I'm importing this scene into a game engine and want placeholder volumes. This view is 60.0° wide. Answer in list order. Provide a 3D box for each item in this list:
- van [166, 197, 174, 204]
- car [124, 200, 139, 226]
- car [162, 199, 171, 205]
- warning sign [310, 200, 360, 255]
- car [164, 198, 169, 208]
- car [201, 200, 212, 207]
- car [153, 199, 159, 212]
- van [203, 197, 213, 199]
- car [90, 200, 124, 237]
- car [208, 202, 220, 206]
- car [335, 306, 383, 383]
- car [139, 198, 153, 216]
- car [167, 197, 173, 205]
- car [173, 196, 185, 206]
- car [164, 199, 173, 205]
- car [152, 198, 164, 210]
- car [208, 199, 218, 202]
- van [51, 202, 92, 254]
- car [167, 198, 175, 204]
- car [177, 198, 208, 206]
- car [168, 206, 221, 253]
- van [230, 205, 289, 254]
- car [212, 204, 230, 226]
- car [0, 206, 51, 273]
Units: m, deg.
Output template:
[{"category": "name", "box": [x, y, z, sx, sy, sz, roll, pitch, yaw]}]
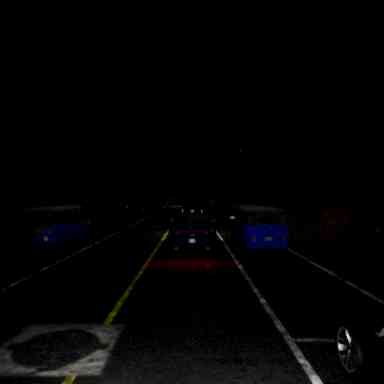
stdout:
[{"category": "van", "box": [-5.703, 2.228, 86.791, 1.690, 1.788, 3.998, 0, -1, 0]}, {"category": "car", "box": [-5.743, 1.560, 25.090, 2.192, 1.841, 5.009, 0, -1, 0]}, {"category": "car", "box": [-5.711, 2.347, 75.570, 1.802, 1.307, 4.206, 0, -1, 0]}, {"category": "warning sign", "box": [5.074, 1.231, 11.874, 1.300, 1.860, 1.060, 0, -1, 0]}, {"category": "car", "box": [-5.722, 2.153, 58.743, 1.947, 1.339, 4.313, 0, -1, 0]}, {"category": "car", "box": [2.807, 2.212, 64.360, 1.947, 1.339, 4.313, 0, -1, 0]}, {"category": "car", "box": [-5.733, 1.965, 41.916, 2.008, 1.369, 4.403, 0, -1, 0]}, {"category": "van", "box": [2.796, 1.813, 47.536, 1.690, 1.788, 3.998, 0, -1, 0]}, {"category": "car", "box": [-5.747, 1.504, 19.481, 2.192, 1.841, 5.009, 0, -1, 0]}, {"category": "car", "box": [2.785, 1.867, 30.707, 1.947, 1.339, 4.313, 0, -1, 0]}, {"category": "car", "box": [2.766, 1.592, 2.663, 1.947, 1.339, 4.313, 0, -1, 0]}, {"category": "car", "box": [-5.736, 1.798, 36.308, 1.967, 1.590, 4.097, 0, -1, 0]}, {"category": "car", "box": [-5.714, 2.256, 69.961, 2.008, 1.369, 4.403, 0, -1, 0]}, {"category": "car", "box": [-2.951, 2.220, 71.788, 1.837, 1.490, 4.892, 0, -1, 0]}, {"category": "car", "box": [-5.707, 2.350, 81.010, 1.752, 1.417, 4.829, 0, -1, 0]}, {"category": "car", "box": [-5.729, 1.786, 47.527, 2.192, 1.841, 5.009, 0, -1, 0]}, {"category": "car", "box": [2.792, 1.959, 41.925, 1.887, 1.381, 4.507, 0, -1, 0]}, {"category": "van", "box": [-5.751, 1.476, 13.871, 1.690, 1.788, 3.998, 0, -1, 0]}, {"category": "car", "box": [-5.699, 2.388, 92.399, 1.967, 1.590, 4.097, 0, -1, 0]}, {"category": "car", "box": [0.023, 1.635, 29.080, 2.097, 1.767, 4.553, 0, -1, 0]}, {"category": "car", "box": [0.017, 1.618, 14.481, 1.882, 1.535, 5.008, 0, 0, 0]}, {"category": "van", "box": [2.774, 1.476, 13.883, 1.690, 1.788, 3.998, 0, -1, 0]}, {"category": "car", "box": [2.781, 1.811, 25.098, 1.947, 1.339, 4.313, 0, -1, 0]}, {"category": "car", "box": [-5.754, 1.395, 8.263, 2.192, 1.841, 5.009, 0, -1, 0]}]
